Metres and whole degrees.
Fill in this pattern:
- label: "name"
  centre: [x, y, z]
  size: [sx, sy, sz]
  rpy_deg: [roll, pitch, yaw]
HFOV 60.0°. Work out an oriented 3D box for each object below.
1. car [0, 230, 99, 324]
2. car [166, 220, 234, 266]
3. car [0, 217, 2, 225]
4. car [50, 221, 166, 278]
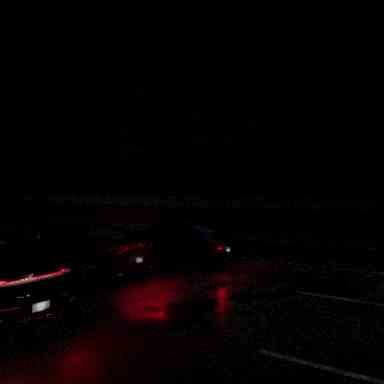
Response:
- label: "car"
  centre: [-4.382, 1.590, 6.586]
  size: [4.902, 1.511, 2.128]
  rpy_deg: [0, -1, 34]
- label: "car"
  centre: [-0.683, 1.767, 12.516]
  size: [4.674, 1.442, 1.812]
  rpy_deg: [0, -1, 34]
- label: "car"
  centre: [-15.642, 1.897, 24.260]
  size: [5.357, 1.411, 2.033]
  rpy_deg: [-1, -1, 43]
- label: "car"
  centre: [-3.431, 1.652, 10.161]
  size: [5.008, 1.535, 1.882]
  rpy_deg: [0, -1, 34]
